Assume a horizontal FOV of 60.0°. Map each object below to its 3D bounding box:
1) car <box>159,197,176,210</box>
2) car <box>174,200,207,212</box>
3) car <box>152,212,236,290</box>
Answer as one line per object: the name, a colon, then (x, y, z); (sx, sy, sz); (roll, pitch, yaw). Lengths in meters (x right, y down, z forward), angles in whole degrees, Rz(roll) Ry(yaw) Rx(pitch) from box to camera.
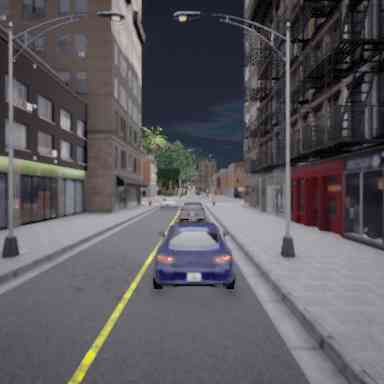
car: (-2.814, 1.322, 40.362); (1.812, 1.442, 4.674); (0, 0, 0)
car: (0.052, 1.424, 23.290); (2.033, 1.411, 5.357); (0, 0, 1)
car: (0.051, 1.477, 8.788); (1.812, 1.442, 4.674); (0, 0, 0)
